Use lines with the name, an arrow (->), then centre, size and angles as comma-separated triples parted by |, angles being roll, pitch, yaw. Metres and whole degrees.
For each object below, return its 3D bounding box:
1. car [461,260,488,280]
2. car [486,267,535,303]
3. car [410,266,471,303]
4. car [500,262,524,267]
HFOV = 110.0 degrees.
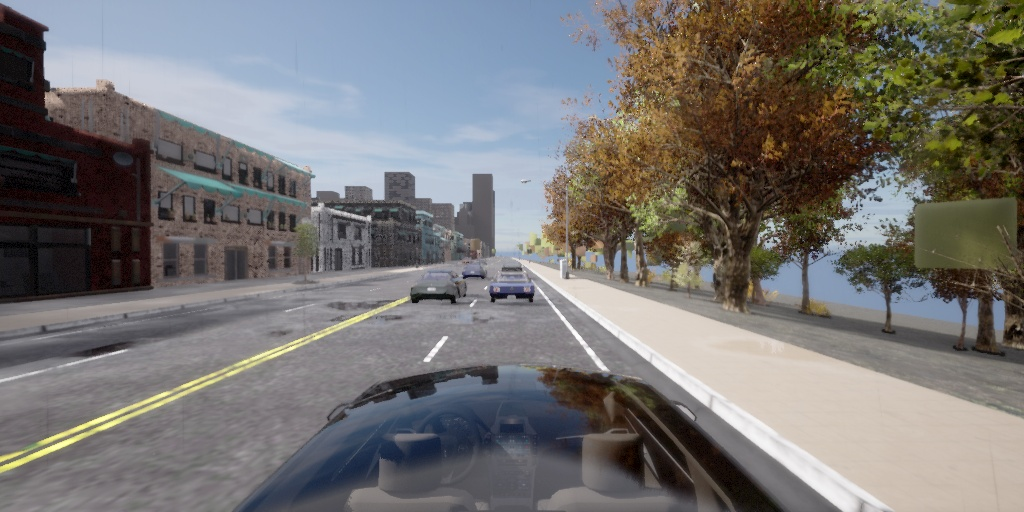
car -> -3.250, 1.314, 31.502 | 1.994, 1.385, 4.181 | 0, 0, 0
car -> 0.000, 1.361, 16.531 | 1.895, 1.301, 4.718 | 0, 0, 0
car -> -3.249, 1.317, 16.501 | 1.994, 1.385, 4.181 | 0, 0, 0
car -> 0.000, 1.227, 31.502 | 1.882, 1.535, 5.008 | 0, 0, 0
